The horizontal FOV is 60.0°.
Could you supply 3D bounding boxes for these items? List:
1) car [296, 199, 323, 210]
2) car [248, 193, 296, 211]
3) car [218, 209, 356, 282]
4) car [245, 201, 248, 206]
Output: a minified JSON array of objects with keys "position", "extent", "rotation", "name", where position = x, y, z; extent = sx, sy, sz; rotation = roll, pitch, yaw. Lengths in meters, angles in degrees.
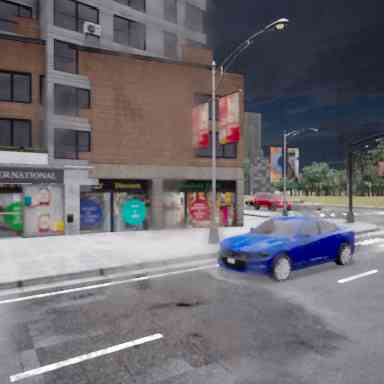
[{"position":[13.048,1.547,39.057],"extent":[1.895,1.301,4.718],"rotation":[0,0,-23],"name":"car"},{"position":[9.357,1.173,39.445],"extent":[2.150,2.045,5.566],"rotation":[0,0,-22],"name":"car"},{"position":[2.988,1.491,10.016],"extent":[5.008,1.535,1.882],"rotation":[0,0,-37],"name":"car"},{"position":[9.559,1.531,47.529],"extent":[1.895,1.301,4.718],"rotation":[0,0,-22],"name":"car"}]
